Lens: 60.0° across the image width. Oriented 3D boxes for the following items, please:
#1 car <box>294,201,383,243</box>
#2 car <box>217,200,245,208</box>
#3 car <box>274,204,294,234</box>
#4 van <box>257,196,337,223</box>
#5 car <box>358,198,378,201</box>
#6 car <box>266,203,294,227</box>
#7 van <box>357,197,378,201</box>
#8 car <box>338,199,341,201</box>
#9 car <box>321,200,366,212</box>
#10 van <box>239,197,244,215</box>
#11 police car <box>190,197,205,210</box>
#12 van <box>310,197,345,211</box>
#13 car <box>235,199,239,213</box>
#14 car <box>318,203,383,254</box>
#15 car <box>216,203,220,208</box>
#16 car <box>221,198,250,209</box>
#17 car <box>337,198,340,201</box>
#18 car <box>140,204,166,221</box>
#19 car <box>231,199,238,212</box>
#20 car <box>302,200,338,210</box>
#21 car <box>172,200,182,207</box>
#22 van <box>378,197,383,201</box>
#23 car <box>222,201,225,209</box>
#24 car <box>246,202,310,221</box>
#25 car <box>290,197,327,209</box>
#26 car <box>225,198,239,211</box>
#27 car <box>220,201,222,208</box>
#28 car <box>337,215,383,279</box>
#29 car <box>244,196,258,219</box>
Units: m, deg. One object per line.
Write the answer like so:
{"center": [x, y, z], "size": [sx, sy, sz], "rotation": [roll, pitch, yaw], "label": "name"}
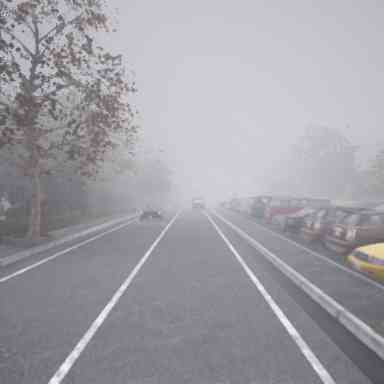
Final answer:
{"center": [7.013, 1.399, 13.956], "size": [4.553, 1.767, 2.185], "rotation": [0, 0, 0], "label": "car"}
{"center": [7.134, 2.197, 61.118], "size": [4.892, 1.521, 2.231], "rotation": [0, -1, 0], "label": "car"}
{"center": [7.044, 1.530, 16.733], "size": [5.008, 1.535, 2.097], "rotation": [0, 0, 0], "label": "car"}
{"center": [6.942, 1.313, 22.285], "size": [4.442, 1.987, 1.878], "rotation": [0, 0, 0], "label": "van"}
{"center": [19.974, 1.669, 33.176], "size": [5.366, 1.575, 1.946], "rotation": [0, -1, 0], "label": "car"}
{"center": [7.057, 1.575, 19.509], "size": [4.674, 1.452, 2.002], "rotation": [0, 0, 0], "label": "car"}
{"center": [20.280, 1.495, 35.950], "size": [4.442, 1.987, 1.878], "rotation": [0, -1, 0], "label": "van"}
{"center": [20.162, 1.772, 38.716], "size": [4.892, 1.521, 2.231], "rotation": [0, -1, 0], "label": "car"}
{"center": [20.173, 1.871, 44.381], "size": [5.008, 1.535, 2.097], "rotation": [0, -1, 0], "label": "car"}
{"center": [6.957, 1.402, 30.597], "size": [4.442, 1.987, 1.878], "rotation": [0, -1, 0], "label": "van"}
{"center": [1.007, 1.924, 50.535], "size": [1.930, 1.638, 5.238], "rotation": [0, -1, 0], "label": "police car"}
{"center": [20.305, 1.742, 49.799], "size": [4.442, 1.987, 1.878], "rotation": [0, -1, 0], "label": "van"}
{"center": [7.082, 1.717, 33.368], "size": [4.674, 1.452, 2.002], "rotation": [0, -1, 0], "label": "car"}
{"center": [7.008, 1.395, 11.180], "size": [4.553, 1.767, 2.185], "rotation": [0, 0, 0], "label": "car"}
{"center": [7.085, 1.771, 52.803], "size": [5.566, 2.045, 2.435], "rotation": [0, -1, 0], "label": "car"}
{"center": [7.150, 1.949, 55.572], "size": [4.553, 1.767, 2.185], "rotation": [0, -1, 0], "label": "car"}
{"center": [20.168, 1.820, 41.486], "size": [5.008, 1.535, 2.097], "rotation": [0, -1, 0], "label": "car"}
{"center": [-3.341, 1.762, 29.024], "size": [1.895, 1.301, 4.718], "rotation": [0, -1, 0], "label": "car"}
{"center": [7.054, 1.756, 36.145], "size": [4.792, 1.488, 2.163], "rotation": [0, -1, 0], "label": "car"}
{"center": [20.187, 2.018, 52.566], "size": [4.892, 1.521, 2.231], "rotation": [0, -1, 0], "label": "car"}
{"center": [-3.193, 2.510, 70.571], "size": [1.837, 1.490, 4.892], "rotation": [0, -2, 0], "label": "car"}
{"center": [20.037, 1.397, 30.412], "size": [4.442, 1.987, 1.878], "rotation": [0, -1, 0], "label": "van"}
{"center": [7.106, 1.964, 47.247], "size": [4.674, 1.452, 2.002], "rotation": [0, -1, 0], "label": "car"}
{"center": [7.098, 1.607, 27.811], "size": [4.792, 1.488, 2.163], "rotation": [0, -1, 0], "label": "car"}
{"center": [20.231, 1.872, 58.106], "size": [5.566, 2.045, 2.435], "rotation": [0, -1, 0], "label": "car"}
{"center": [7.099, 1.825, 41.696], "size": [5.008, 1.535, 2.097], "rotation": [0, -1, 0], "label": "car"}
{"center": [7.138, 2.003, 50.022], "size": [4.792, 1.488, 2.163], "rotation": [0, -1, 0], "label": "car"}
{"center": [6.849, 1.513, 8.404], "size": [5.366, 1.575, 1.946], "rotation": [0, 0, 0], "label": "car"}
{"center": [7.092, 1.293, 25.061], "size": [5.566, 2.045, 2.435], "rotation": [0, 0, 0], "label": "car"}
